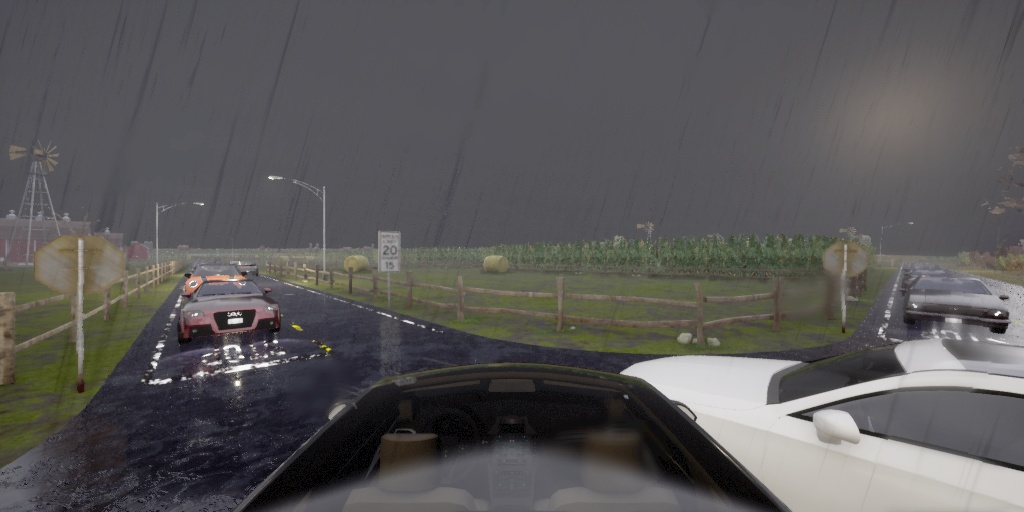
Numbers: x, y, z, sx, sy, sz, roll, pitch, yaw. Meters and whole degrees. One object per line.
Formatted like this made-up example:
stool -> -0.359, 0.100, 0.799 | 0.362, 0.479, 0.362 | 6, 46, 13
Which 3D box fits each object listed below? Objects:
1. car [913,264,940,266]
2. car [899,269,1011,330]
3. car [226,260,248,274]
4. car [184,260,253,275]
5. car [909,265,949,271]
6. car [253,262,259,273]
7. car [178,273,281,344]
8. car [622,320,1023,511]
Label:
car -> 28.645, 1.309, 24.850 | 4.902, 1.511, 2.128 | 0, 1, -42
car -> 13.622, 1.335, 11.209 | 5.357, 1.411, 2.033 | 0, 1, -42
car -> -33.291, 1.275, 43.348 | 1.837, 1.490, 4.892 | 0, 0, -41
car -> -13.562, 1.130, 16.469 | 2.097, 1.767, 4.553 | 0, 0, -41
car -> 21.018, 1.364, 17.929 | 4.181, 1.385, 1.994 | 0, 1, -43
car -> -26.642, 1.259, 35.825 | 2.128, 1.511, 4.902 | 0, 0, -41
car -> -7.849, 1.349, 9.931 | 1.994, 1.385, 4.181 | 0, 0, -42
car -> 2.857, 1.293, 2.241 | 1.812, 1.442, 4.674 | 0, 1, -43
